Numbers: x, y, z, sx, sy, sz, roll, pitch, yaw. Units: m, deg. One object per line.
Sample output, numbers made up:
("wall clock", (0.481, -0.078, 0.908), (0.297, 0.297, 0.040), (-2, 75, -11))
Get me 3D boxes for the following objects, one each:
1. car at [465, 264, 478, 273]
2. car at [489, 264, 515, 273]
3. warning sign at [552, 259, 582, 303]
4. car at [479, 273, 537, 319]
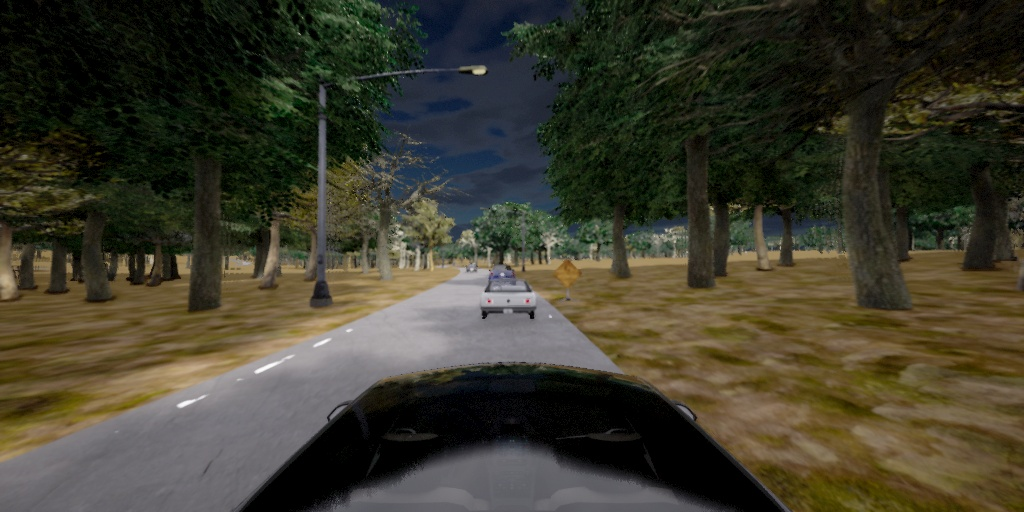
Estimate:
("car", (-6.741, 2.081, 60.391), (2.128, 1.511, 4.902), (0, -1, -6))
("car", (-0.831, 1.464, 29.288), (2.097, 1.767, 4.553), (0, -1, -3))
("warning sign", (2.419, 1.044, 15.474), (1.300, 1.860, 1.060), (0, 0, -2))
("car", (-0.159, 1.506, 13.658), (1.895, 1.301, 4.718), (0, -1, -1))
